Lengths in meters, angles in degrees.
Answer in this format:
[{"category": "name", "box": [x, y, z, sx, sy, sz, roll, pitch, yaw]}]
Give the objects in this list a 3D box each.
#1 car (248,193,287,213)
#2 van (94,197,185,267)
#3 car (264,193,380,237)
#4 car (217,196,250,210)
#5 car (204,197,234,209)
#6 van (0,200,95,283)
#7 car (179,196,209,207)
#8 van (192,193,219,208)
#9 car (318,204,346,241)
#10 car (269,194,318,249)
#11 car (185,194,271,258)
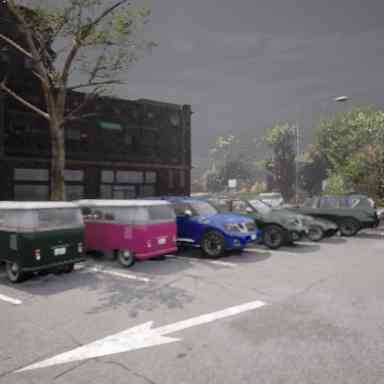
[{"category": "car", "box": [8.819, 1.190, 38.620, 2.435, 2.045, 5.566, 0, 1, 36]}, {"category": "van", "box": [-2.690, 1.256, 11.298, 4.442, 1.987, 1.878, -1, 0, 35]}, {"category": "car", "box": [7.020, 1.210, 18.111, 5.566, 2.045, 2.435, -1, 0, 35]}, {"category": "car", "box": [5.567, 1.437, 43.776, 1.946, 1.575, 5.366, -1, 0, 36]}, {"category": "car", "box": [3.771, 1.483, 46.112, 2.002, 1.452, 4.674, -1, 0, 36]}, {"category": "van", "box": [-5.100, 1.261, 9.581, 4.442, 1.987, 1.878, -1, 0, 35]}, {"category": "car", "box": [0.424, 1.445, 51.096, 2.097, 1.535, 5.008, 0, 1, 36]}, {"category": "van", "box": [2.028, 1.220, 48.504, 1.878, 1.987, 4.442, 0, 1, 36]}, {"category": "car", "box": [4.668, 1.495, 16.384, 4.792, 1.488, 2.163, -1, -1, 34]}, {"category": "car", "box": [2.254, 1.219, 14.659, 5.566, 2.045, 2.435, -1, -1, 35]}, {"category": "car", "box": [-0.156, 1.224, 12.942, 5.566, 2.045, 2.435, -1, -1, 35]}]
